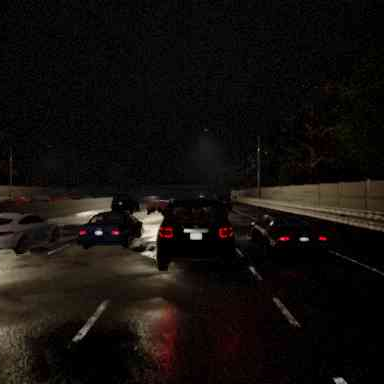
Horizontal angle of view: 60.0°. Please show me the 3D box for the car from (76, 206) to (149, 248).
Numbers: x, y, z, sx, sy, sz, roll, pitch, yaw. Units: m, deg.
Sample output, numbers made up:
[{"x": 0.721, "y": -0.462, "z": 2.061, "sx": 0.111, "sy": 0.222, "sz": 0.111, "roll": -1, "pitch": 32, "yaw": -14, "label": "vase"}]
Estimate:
[{"x": -3.395, "y": 1.542, "z": 14.633, "sx": 2.033, "sy": 1.411, "sz": 5.357, "roll": 0, "pitch": 0, "yaw": 0, "label": "car"}]

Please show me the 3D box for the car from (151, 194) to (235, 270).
[{"x": 0.103, "y": 1.217, "z": 11.127, "sx": 2.150, "sy": 2.045, "sz": 5.566, "roll": 0, "pitch": 0, "yaw": 0, "label": "car"}]

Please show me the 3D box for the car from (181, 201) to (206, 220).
[{"x": 0.109, "y": 1.539, "z": 29.713, "sx": 2.033, "sy": 1.411, "sz": 5.357, "roll": 0, "pitch": 0, "yaw": 0, "label": "car"}]

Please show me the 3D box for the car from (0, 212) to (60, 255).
[{"x": -6.895, "y": 1.521, "z": 13.143, "sx": 1.812, "sy": 1.442, "sz": 4.674, "roll": 0, "pitch": 0, "yaw": 0, "label": "car"}]

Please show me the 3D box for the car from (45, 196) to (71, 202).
[{"x": -21.041, "y": 1.472, "z": 53.110, "sx": 1.882, "sy": 1.535, "sz": 5.008, "roll": 0, "pitch": 0, "yaw": 0, "label": "car"}]

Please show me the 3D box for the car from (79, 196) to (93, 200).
[{"x": -17.529, "y": 1.472, "z": 54.809, "sx": 1.882, "sy": 1.535, "sz": 5.008, "roll": 0, "pitch": 0, "yaw": 1, "label": "car"}]

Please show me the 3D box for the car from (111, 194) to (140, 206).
[{"x": -6.892, "y": 1.213, "z": 34.715, "sx": 2.150, "sy": 2.045, "sz": 5.566, "roll": 0, "pitch": 0, "yaw": 0, "label": "car"}]

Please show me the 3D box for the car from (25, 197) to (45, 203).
[{"x": -24.528, "y": 1.558, "z": 53.743, "sx": 1.994, "sy": 1.385, "sz": 4.181, "roll": 0, "pitch": 0, "yaw": 1, "label": "car"}]

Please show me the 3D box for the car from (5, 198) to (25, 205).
[{"x": -28.021, "y": 1.596, "z": 53.566, "sx": 1.895, "sy": 1.301, "sz": 4.718, "roll": 0, "pitch": 0, "yaw": 1, "label": "car"}]

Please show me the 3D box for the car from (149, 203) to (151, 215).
[{"x": -3.388, "y": 1.592, "z": 33.996, "sx": 1.895, "sy": 1.301, "sz": 4.718, "roll": 0, "pitch": 0, "yaw": 0, "label": "car"}]

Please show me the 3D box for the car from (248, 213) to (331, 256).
[{"x": 3.524, "y": 1.541, "z": 12.991, "sx": 2.033, "sy": 1.411, "sz": 5.357, "roll": 0, "pitch": 0, "yaw": 0, "label": "car"}]
